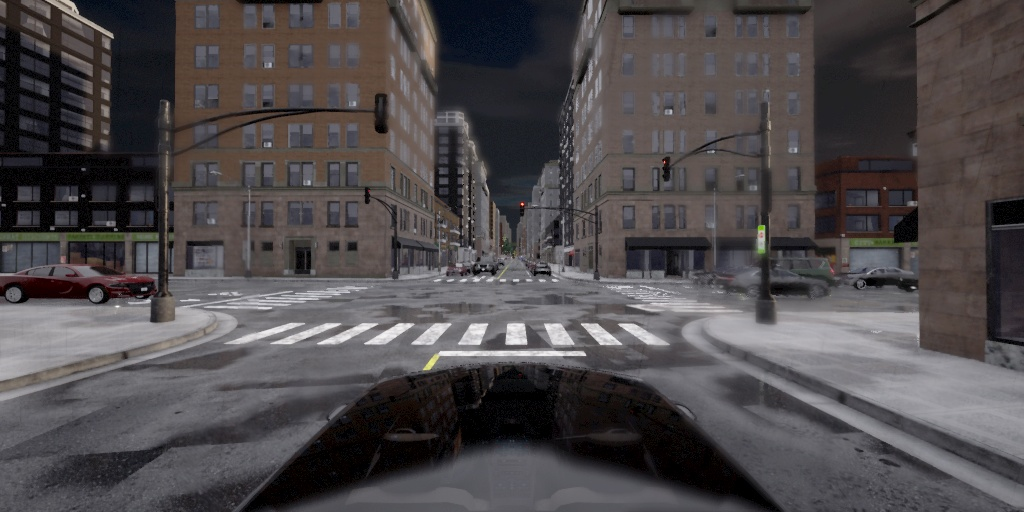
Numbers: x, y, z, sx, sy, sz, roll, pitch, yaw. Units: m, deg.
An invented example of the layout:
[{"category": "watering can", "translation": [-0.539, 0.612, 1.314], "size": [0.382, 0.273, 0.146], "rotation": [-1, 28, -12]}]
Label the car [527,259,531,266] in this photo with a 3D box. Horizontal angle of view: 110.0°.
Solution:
[{"category": "car", "translation": [3.035, 1.297, 41.781], "size": [1.888, 1.381, 4.507], "rotation": [0, 0, 1]}]

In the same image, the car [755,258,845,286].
[{"category": "car", "translation": [15.615, 1.105, 21.029], "size": [5.566, 2.045, 2.150], "rotation": [0, -1, 0]}]

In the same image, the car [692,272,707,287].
[{"category": "car", "translation": [14.826, 1.401, 24.277], "size": [4.902, 1.511, 2.128], "rotation": [0, -1, 2]}]

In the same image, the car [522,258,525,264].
[{"category": "car", "translation": [3.307, 1.315, 63.902], "size": [1.948, 1.339, 4.313], "rotation": [0, 0, 1]}]

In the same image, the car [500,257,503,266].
[{"category": "car", "translation": [-2.649, 1.256, 48.679], "size": [1.837, 1.490, 4.892], "rotation": [0, 1, 1]}]

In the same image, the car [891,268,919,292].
[{"category": "car", "translation": [25.718, 1.550, 20.963], "size": [4.718, 1.301, 1.895], "rotation": [0, -1, 0]}]

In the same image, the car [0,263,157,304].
[{"category": "car", "translation": [-17.440, 1.062, 14.537], "size": [5.008, 1.535, 1.882], "rotation": [0, -1, -1]}]

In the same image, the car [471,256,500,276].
[{"category": "car", "translation": [-2.782, 0.976, 37.858], "size": [2.150, 2.045, 5.566], "rotation": [0, 0, 1]}]

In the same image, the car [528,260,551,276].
[{"category": "car", "translation": [2.967, 1.318, 36.251], "size": [1.948, 1.339, 4.313], "rotation": [0, 0, 1]}]

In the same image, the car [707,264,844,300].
[{"category": "car", "translation": [12.726, 1.321, 17.615], "size": [4.902, 1.511, 2.128], "rotation": [0, 0, 1]}]

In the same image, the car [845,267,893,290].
[{"category": "car", "translation": [24.231, 1.463, 24.219], "size": [4.902, 1.511, 2.128], "rotation": [0, -1, 0]}]

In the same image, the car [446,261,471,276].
[{"category": "car", "translation": [-5.558, 1.336, 36.352], "size": [1.802, 1.307, 4.207], "rotation": [0, 0, 1]}]

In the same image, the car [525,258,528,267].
[{"category": "car", "translation": [3.103, 1.302, 47.311], "size": [2.007, 1.370, 4.403], "rotation": [0, 0, 1]}]
